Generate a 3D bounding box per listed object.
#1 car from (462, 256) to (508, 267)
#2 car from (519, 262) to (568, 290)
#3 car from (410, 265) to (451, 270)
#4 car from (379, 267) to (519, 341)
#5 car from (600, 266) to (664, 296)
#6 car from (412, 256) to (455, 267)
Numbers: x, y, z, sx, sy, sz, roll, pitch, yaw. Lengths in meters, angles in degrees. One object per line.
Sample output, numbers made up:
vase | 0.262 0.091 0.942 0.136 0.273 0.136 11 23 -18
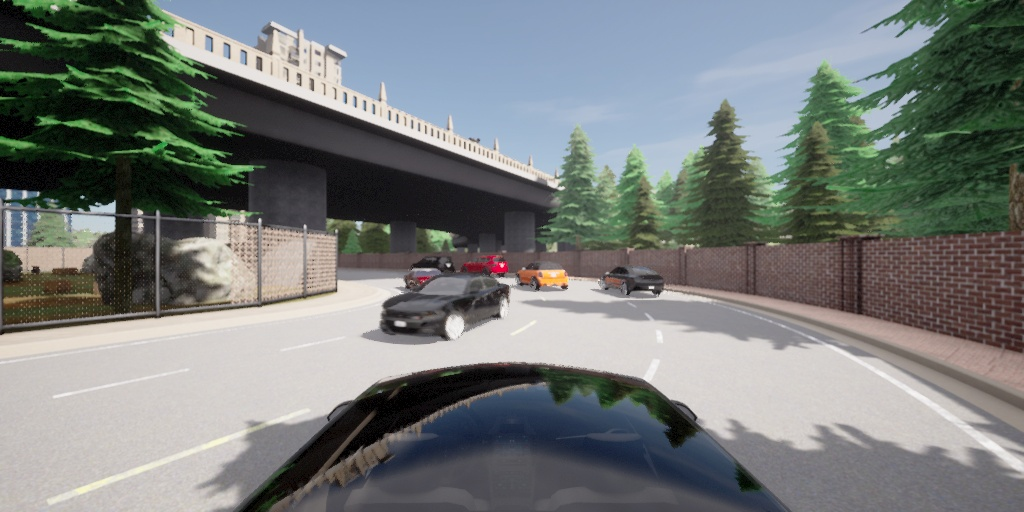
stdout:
car | -2.795 1.055 35.924 2.150 2.045 5.566 0 -1 -44
car | 1.797 1.154 23.055 2.097 1.767 4.553 0 0 -17
car | -4.911 1.401 20.773 1.895 1.301 4.718 0 0 -27
car | -1.621 1.250 10.367 1.882 1.535 5.008 1 0 21
car | 6.461 1.294 19.812 1.837 1.490 4.892 1 0 -8
car | -8.054 1.062 36.211 5.566 2.045 2.150 0 0 43
